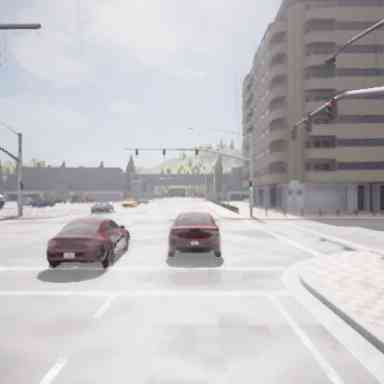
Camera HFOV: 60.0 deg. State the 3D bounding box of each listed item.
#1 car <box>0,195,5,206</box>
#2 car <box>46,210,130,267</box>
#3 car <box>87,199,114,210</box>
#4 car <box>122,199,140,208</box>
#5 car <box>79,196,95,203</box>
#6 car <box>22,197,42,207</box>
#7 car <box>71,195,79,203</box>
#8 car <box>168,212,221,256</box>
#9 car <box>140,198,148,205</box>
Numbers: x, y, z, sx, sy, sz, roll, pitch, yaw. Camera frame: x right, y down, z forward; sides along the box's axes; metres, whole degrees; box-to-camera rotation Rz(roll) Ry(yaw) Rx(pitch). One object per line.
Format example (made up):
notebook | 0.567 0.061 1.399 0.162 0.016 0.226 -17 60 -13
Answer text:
car | -47.076 1.726 79.415 1.905 1.878 3.866 0 0 0
car | -3.409 1.593 11.549 1.812 1.442 4.674 0 0 0
car | -10.593 1.849 39.540 1.994 1.385 4.181 0 0 0
car | -10.560 1.882 56.170 1.882 1.535 5.008 0 -1 1
car | -24.558 1.723 79.321 1.932 1.855 4.605 0 0 0
car | -30.217 1.840 61.926 1.970 1.475 3.806 0 0 0
car | -27.452 1.727 79.385 1.905 1.878 3.866 0 0 0
car | 0.094 1.544 13.470 1.882 1.535 5.008 0 0 0
car | -10.509 2.034 71.317 1.812 1.442 4.674 0 0 0
